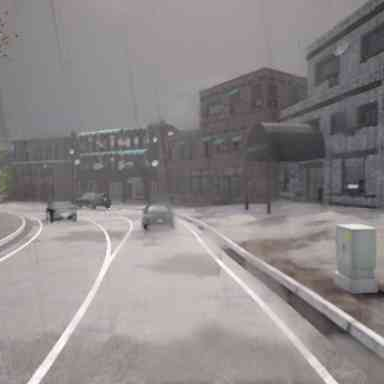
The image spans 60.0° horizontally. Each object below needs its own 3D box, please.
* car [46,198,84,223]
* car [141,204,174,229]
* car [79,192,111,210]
[{"bbox_3d":[-10.057,1.489,25.597,2.128,1.511,4.902,-1,1,-28],"label":"car"},{"bbox_3d":[-2.227,1.458,21.127,1.812,1.442,4.674,-1,1,-10],"label":"car"},{"bbox_3d":[-11.808,1.022,39.593,5.566,2.045,2.150,0,1,44],"label":"car"}]
